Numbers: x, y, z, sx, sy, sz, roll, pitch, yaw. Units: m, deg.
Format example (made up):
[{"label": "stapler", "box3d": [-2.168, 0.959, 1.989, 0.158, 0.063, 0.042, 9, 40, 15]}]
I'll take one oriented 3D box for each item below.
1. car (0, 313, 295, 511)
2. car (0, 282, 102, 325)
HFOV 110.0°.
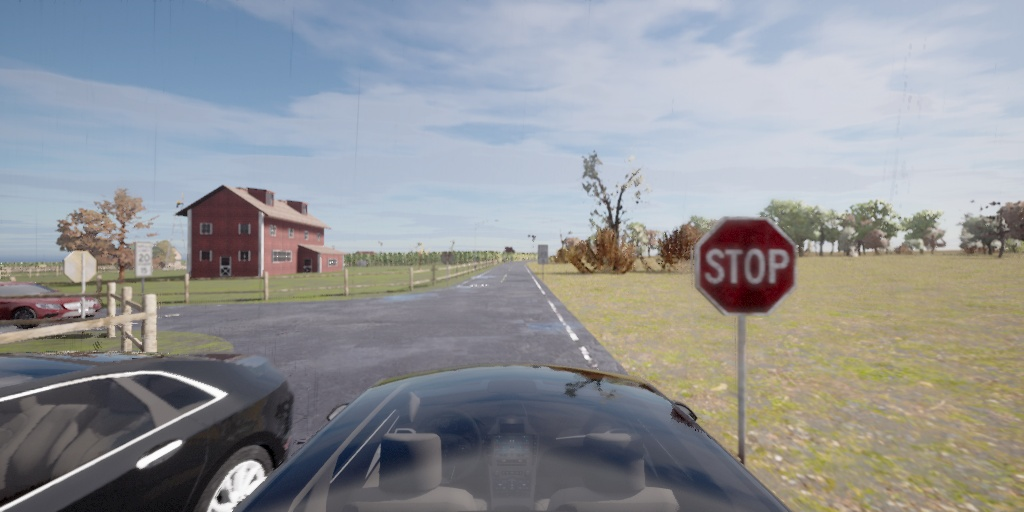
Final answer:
[{"label": "car", "box3d": [-2.734, 1.270, 0.985, 1.837, 1.490, 4.892, 0, 0, 1]}, {"label": "car", "box3d": [-16.580, 1.571, 11.739, 4.674, 1.442, 1.812, -1, 0, -5]}]
